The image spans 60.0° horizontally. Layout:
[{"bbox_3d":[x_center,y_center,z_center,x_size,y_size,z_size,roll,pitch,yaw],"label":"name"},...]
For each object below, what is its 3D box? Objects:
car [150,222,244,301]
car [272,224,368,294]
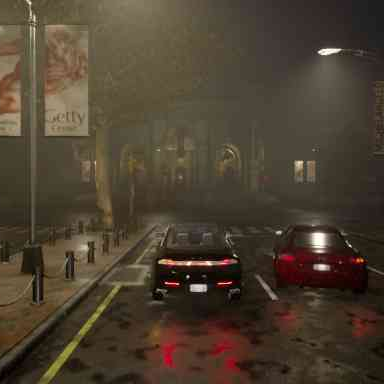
[{"bbox_3d":[0.077,1.492,8.327,2.128,1.511,4.902,0,0,-1],"label":"car"},{"bbox_3d":[3.248,1.564,8.981,1.994,1.385,4.181,0,0,14],"label":"car"}]
